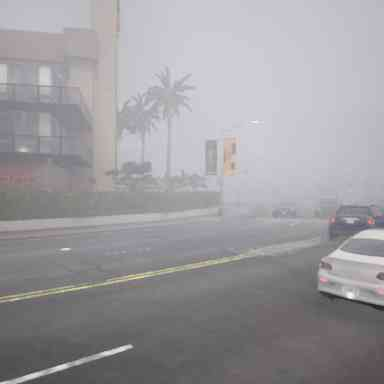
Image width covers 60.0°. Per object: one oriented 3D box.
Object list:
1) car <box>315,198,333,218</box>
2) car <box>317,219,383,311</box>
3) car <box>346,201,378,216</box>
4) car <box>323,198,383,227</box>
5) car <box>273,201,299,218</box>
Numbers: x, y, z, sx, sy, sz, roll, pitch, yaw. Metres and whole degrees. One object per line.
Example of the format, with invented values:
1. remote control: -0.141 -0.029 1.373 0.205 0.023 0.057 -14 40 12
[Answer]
1. car: 11.966 1.351 29.175 2.097 1.767 4.553 0 0 22
2. car: 4.455 1.527 7.211 4.674 1.442 1.812 0 0 -41
3. car: 17.015 1.602 33.580 1.895 1.301 4.718 0 0 14
4. car: 8.387 1.353 16.317 2.097 1.767 4.553 0 0 40
5. car: 8.584 1.524 30.133 1.812 1.442 4.674 0 0 23
